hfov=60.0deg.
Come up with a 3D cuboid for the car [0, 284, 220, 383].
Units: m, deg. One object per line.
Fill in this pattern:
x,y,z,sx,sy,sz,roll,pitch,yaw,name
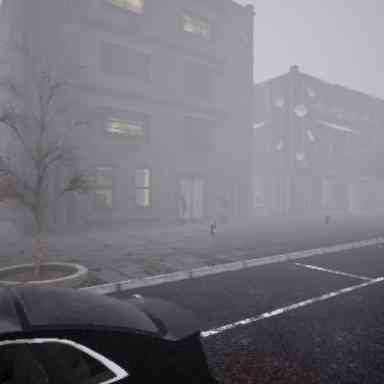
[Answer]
-2.055,1.505,1.914,4.892,1.490,1.837,0,0,-36,car
